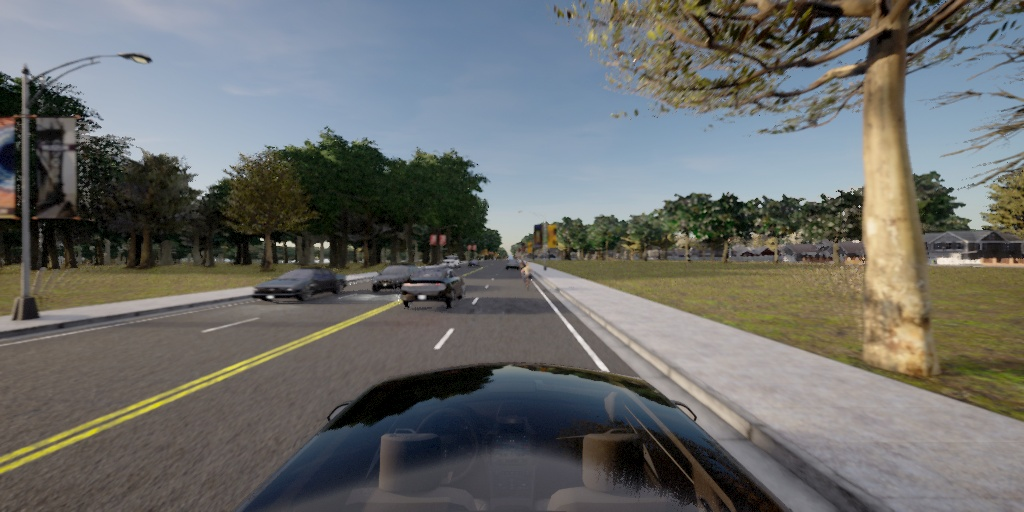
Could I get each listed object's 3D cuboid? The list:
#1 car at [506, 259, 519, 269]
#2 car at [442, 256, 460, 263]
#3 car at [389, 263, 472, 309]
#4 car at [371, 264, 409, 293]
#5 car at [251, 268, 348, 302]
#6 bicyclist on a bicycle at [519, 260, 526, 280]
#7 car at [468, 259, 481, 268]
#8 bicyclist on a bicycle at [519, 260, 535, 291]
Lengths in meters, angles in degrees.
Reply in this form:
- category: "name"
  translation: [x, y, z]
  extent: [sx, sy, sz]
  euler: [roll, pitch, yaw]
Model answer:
- category: "car"
  translation: [0.082, 1.310, 55.739]
  extent: [1.994, 1.385, 4.181]
  euler: [0, 0, 0]
- category: "car"
  translation: [-9.803, 0.969, 57.754]
  extent: [2.150, 2.045, 5.566]
  euler: [0, 0, 1]
- category: "car"
  translation: [-3.152, 1.235, 14.988]
  extent: [2.128, 1.511, 4.902]
  euler: [0, 0, 0]
- category: "car"
  translation: [-6.599, 1.247, 21.062]
  extent: [1.837, 1.490, 4.892]
  euler: [0, 0, 0]
- category: "car"
  translation: [-9.851, 1.290, 17.272]
  extent: [2.033, 1.411, 5.357]
  euler: [0, 0, 0]
- category: "bicyclist on a bicycle"
  translation: [0.890, 1.196, 30.413]
  extent: [0.582, 1.620, 1.656]
  euler: [0, 0, 0]
- category: "car"
  translation: [-6.530, 1.298, 62.219]
  extent: [2.033, 1.411, 5.357]
  euler: [0, 0, 1]
- category: "bicyclist on a bicycle"
  translation: [0.907, 1.179, 20.640]
  extent: [0.866, 1.612, 1.509]
  euler: [0, 0, 0]
